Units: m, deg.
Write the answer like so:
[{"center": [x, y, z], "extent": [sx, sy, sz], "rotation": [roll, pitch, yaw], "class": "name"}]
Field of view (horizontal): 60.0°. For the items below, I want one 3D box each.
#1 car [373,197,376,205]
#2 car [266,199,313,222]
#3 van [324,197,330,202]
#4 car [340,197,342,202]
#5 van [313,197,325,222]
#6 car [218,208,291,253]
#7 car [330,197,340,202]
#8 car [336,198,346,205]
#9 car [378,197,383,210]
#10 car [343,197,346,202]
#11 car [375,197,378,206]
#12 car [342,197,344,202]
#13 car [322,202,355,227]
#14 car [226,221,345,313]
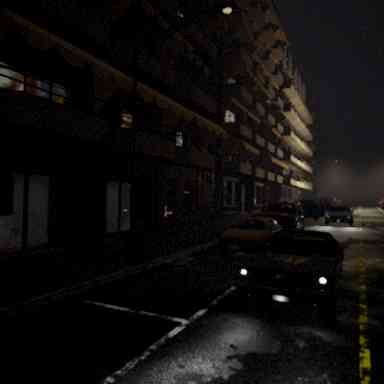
[{"center": [39.490, 2.221, 69.481], "extent": [1.802, 1.307, 4.206], "rotation": [1, 0, 27], "class": "car"}, {"center": [5.136, 1.438, 18.740], "extent": [2.192, 1.841, 5.009], "rotation": [2, 0, 27], "class": "car"}, {"center": [12.602, 1.585, 33.555], "extent": [1.690, 1.788, 3.998], "rotation": [2, 0, 27], "class": "van"}, {"center": [20.070, 1.695, 48.369], "extent": [2.192, 1.841, 5.009], "rotation": [2, 0, 27], "class": "car"}, {"center": [10.113, 1.542, 28.615], "extent": [1.690, 1.788, 3.998], "rotation": [2, 0, 27], "class": "van"}, {"center": [2.564, 1.611, 13.650], "extent": [1.752, 1.417, 4.829], "rotation": [2, 0, 27], "class": "car"}, {"center": [17.581, 1.649, 43.431], "extent": [2.192, 1.841, 5.009], "rotation": [2, 0, 27], "class": "car"}, {"center": [34.998, 2.241, 78.002], "extent": [1.887, 1.381, 4.507], "rotation": [1, 0, 27], "class": "car"}, {"center": [29.539, 1.743, 49.724], "extent": [2.192, 1.841, 5.009], "rotation": [1, 0, 27], "class": "car"}, {"center": [32.515, 1.954, 73.062], "extent": [2.192, 1.841, 5.009], "rotation": [1, 0, 27], "class": "car"}, {"center": [34.514, 1.970, 59.603], "extent": [1.967, 1.590, 4.097], "rotation": [1, 0, 27], "class": "car"}, {"center": [25.042, 2.044, 58.249], "extent": [1.947, 1.339, 4.313], "rotation": [2, 0, 27], "class": "car"}, {"center": [11.135, 1.707, 24.997], "extent": [1.812, 1.442, 4.674], "rotation": [0, 0, 27], "class": "car"}, {"center": [2.607, 1.654, 8.075], "extent": [1.895, 1.301, 4.718], "rotation": [0, 0, 27], "class": "car"}]
